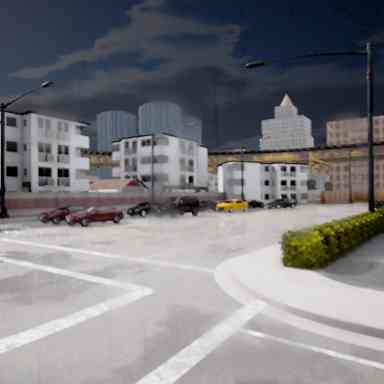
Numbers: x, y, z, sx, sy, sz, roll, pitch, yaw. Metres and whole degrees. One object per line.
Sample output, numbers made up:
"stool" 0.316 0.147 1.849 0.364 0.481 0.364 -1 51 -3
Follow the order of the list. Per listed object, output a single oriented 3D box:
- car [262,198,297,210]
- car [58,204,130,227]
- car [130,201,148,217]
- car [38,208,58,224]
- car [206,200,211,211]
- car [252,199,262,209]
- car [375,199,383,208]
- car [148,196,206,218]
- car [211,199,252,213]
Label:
"car" 12.753 1.684 47.385 4.892 1.490 1.837 0 0 -31
"car" -7.204 1.719 24.956 1.812 1.442 4.674 -1 0 37
"car" -4.547 1.733 34.245 1.837 1.490 4.892 -1 0 38
"car" -10.040 1.752 27.007 1.812 1.442 4.674 -1 0 37
"car" 1.538 1.754 41.901 1.812 1.442 4.674 -1 0 40
"car" 8.662 1.780 48.736 4.181 1.385 1.994 0 0 -34
"car" 25.074 1.545 41.078 4.902 1.511 2.128 0 -1 -15
"car" -1.369 1.418 32.698 2.150 2.045 5.566 -1 0 37
"car" 4.926 1.673 40.503 1.882 1.535 5.008 -1 0 41
